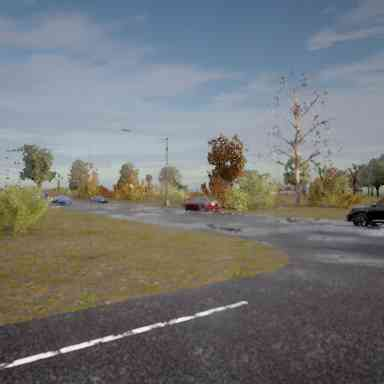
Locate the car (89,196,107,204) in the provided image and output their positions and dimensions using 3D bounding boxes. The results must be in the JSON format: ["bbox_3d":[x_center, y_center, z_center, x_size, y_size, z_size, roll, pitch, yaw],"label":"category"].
[{"bbox_3d":[-16.404,1.346,58.019,1.994,1.385,4.181,0,0,-37],"label":"car"}]

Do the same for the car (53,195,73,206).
[{"bbox_3d":[-19.716,1.281,50.813,1.882,1.535,5.008,0,0,-37],"label":"car"}]

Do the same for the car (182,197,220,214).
[{"bbox_3d":[0.855,1.280,35.173,2.097,1.767,4.553,0,0,-37],"label":"car"}]

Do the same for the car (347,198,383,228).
[{"bbox_3d":[12.356,1.252,19.947,2.150,2.045,5.566,0,0,-37],"label":"car"}]
